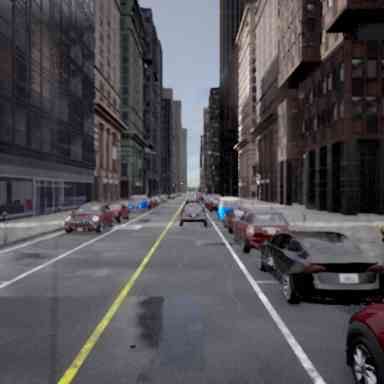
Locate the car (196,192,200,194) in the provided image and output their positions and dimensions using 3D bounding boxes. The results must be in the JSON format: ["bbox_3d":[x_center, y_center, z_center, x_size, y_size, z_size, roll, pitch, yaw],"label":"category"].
[{"bbox_3d":[2.728,1.150,80.748,2.192,1.841,5.009,0,0,0],"label":"car"}]

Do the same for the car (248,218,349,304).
[{"bbox_3d":[2.757,1.549,7.925,1.947,1.339,4.313,0,0,0],"label":"car"}]

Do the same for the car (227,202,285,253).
[{"bbox_3d":[2.754,1.412,13.527,1.967,1.590,4.097,0,0,0],"label":"car"}]

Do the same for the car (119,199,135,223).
[{"bbox_3d":[-5.775,1.493,24.717,1.887,1.381,4.507,0,0,0],"label":"car"}]

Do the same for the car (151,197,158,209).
[{"bbox_3d":[-5.781,1.459,41.524,1.887,1.381,4.507,0,0,0],"label":"car"}]

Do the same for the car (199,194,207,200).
[{"bbox_3d":[2.726,1.265,86.350,1.967,1.590,4.097,0,0,0],"label":"car"}]

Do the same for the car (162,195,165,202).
[{"bbox_3d":[-5.786,1.417,52.558,1.752,1.417,4.829,0,0,0],"label":"car"}]

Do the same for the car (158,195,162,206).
[{"bbox_3d":[-5.783,1.447,47.126,1.887,1.381,4.507,0,0,0],"label":"car"}]

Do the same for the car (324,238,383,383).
[{"bbox_3d":[2.759,1.435,2.324,1.967,1.590,4.097,0,0,0],"label":"car"}]

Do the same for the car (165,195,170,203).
[{"bbox_3d":[-5.790,1.308,63.933,1.967,1.590,4.097,0,0,0],"label":"car"}]

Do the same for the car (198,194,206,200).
[{"bbox_3d":[2.725,1.380,91.952,1.947,1.339,4.313,0,0,0],"label":"car"}]

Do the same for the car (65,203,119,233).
[{"bbox_3d":[-5.773,1.400,19.115,1.967,1.590,4.097,0,0,0],"label":"car"}]

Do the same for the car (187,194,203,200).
[{"bbox_3d":[0.083,1.418,42.320,1.837,1.490,4.892,0,0,0],"label":"car"}]

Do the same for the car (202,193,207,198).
[{"bbox_3d":[2.741,1.343,47.138,1.967,1.590,4.097,0,0,0],"label":"car"}]

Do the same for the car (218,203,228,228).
[{"bbox_3d":[2.753,1.542,19.129,1.802,1.307,4.206,0,0,0],"label":"car"}]

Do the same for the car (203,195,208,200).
[{"bbox_3d":[2.744,1.459,41.536,1.887,1.381,4.507,0,0,0],"label":"car"}]

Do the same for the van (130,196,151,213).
[{"bbox_3d":[-5.780,1.266,35.922,1.690,1.788,3.998,0,0,0],"label":"van"}]

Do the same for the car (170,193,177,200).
[{"bbox_3d":[-5.801,1.359,91.943,1.887,1.381,4.507,0,0,0],"label":"car"}]

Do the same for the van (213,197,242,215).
[{"bbox_3d":[2.750,1.289,24.730,1.690,1.788,3.998,0,0,0],"label":"van"}]

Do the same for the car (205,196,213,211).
[{"bbox_3d":[2.746,1.470,35.934,1.887,1.381,4.507,0,0,0],"label":"car"}]

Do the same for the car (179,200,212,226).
[{"bbox_3d":[0.092,1.499,23.222,2.033,1.411,5.357,0,0,0],"label":"car"}]
